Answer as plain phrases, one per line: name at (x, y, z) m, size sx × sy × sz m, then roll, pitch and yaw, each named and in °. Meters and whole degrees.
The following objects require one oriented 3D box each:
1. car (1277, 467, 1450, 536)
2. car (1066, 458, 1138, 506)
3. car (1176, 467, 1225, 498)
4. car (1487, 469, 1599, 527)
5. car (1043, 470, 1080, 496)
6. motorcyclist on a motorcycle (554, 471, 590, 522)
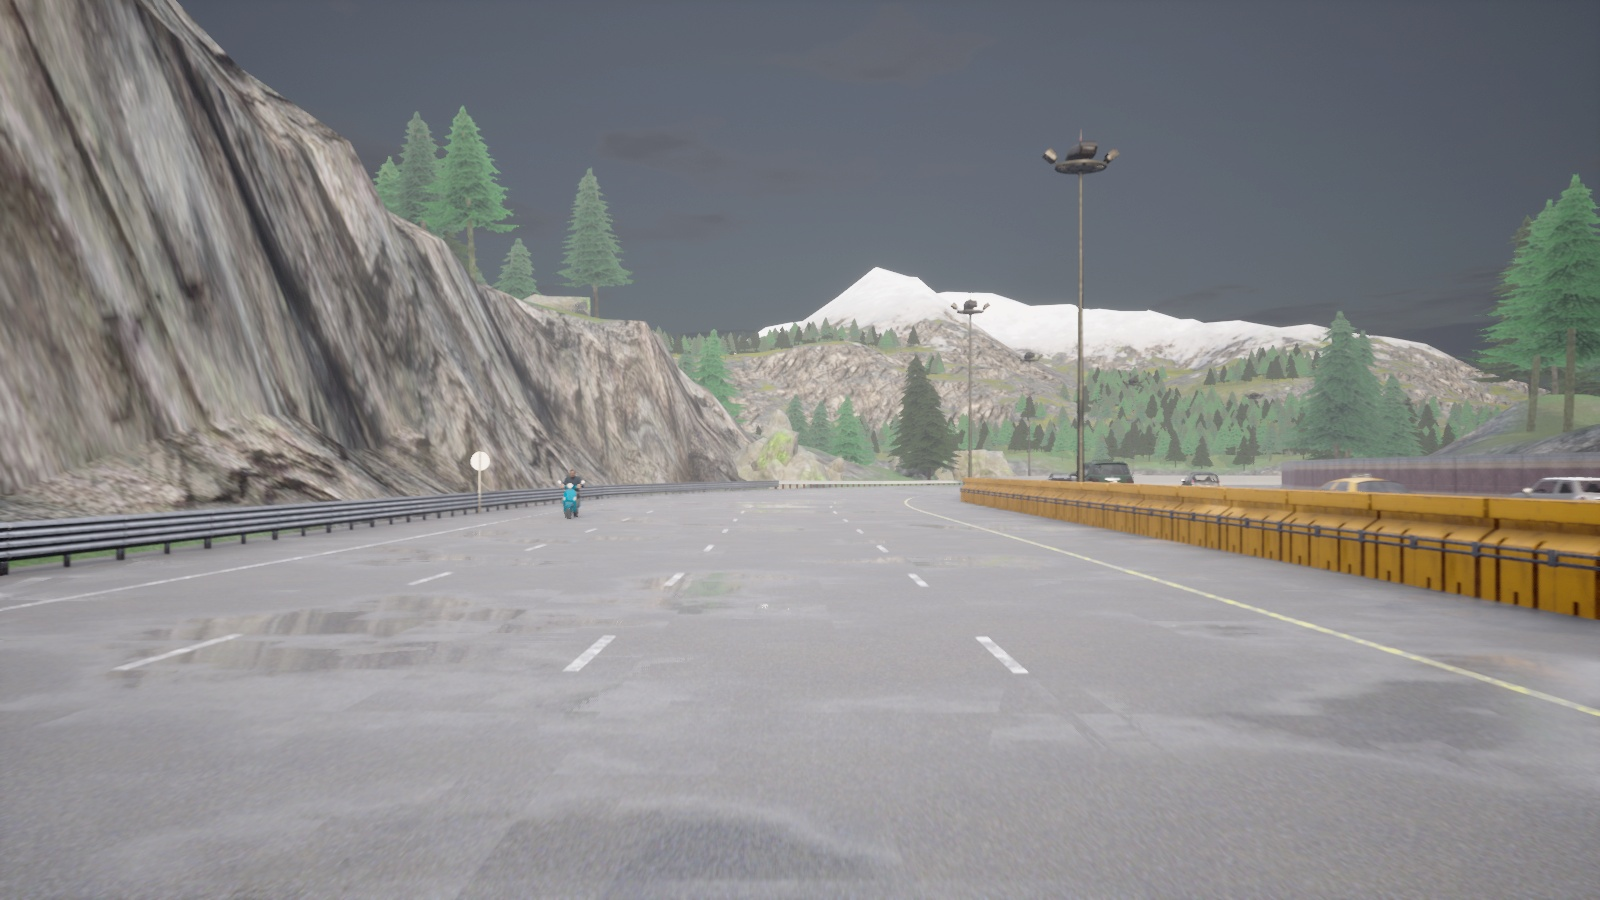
car at (13.848, 1.221, 31.269) m, size 1.801 × 1.575 × 5.366 m, roll 0°, pitch -1°, yaw -1°
car at (13.696, 1.437, 57.252) m, size 2.150 × 2.045 × 5.566 m, roll 0°, pitch -1°, yaw 3°
car at (21.649, 1.764, 67.974) m, size 1.851 × 1.617 × 3.988 m, roll 0°, pitch -1°, yaw 7°
car at (20.803, 1.270, 34.248) m, size 1.970 × 1.475 × 3.806 m, roll 0°, pitch -1°, yaw -1°
car at (16.032, 1.998, 77.148) m, size 2.128 × 1.511 × 4.902 m, roll 0°, pitch -1°, yaw 11°
motorcyclist on a motorcycle at (-7.289, 1.471, 40.223) m, size 0.866 × 1.590 × 1.817 m, roll 0°, pitch -1°, yaw -1°
